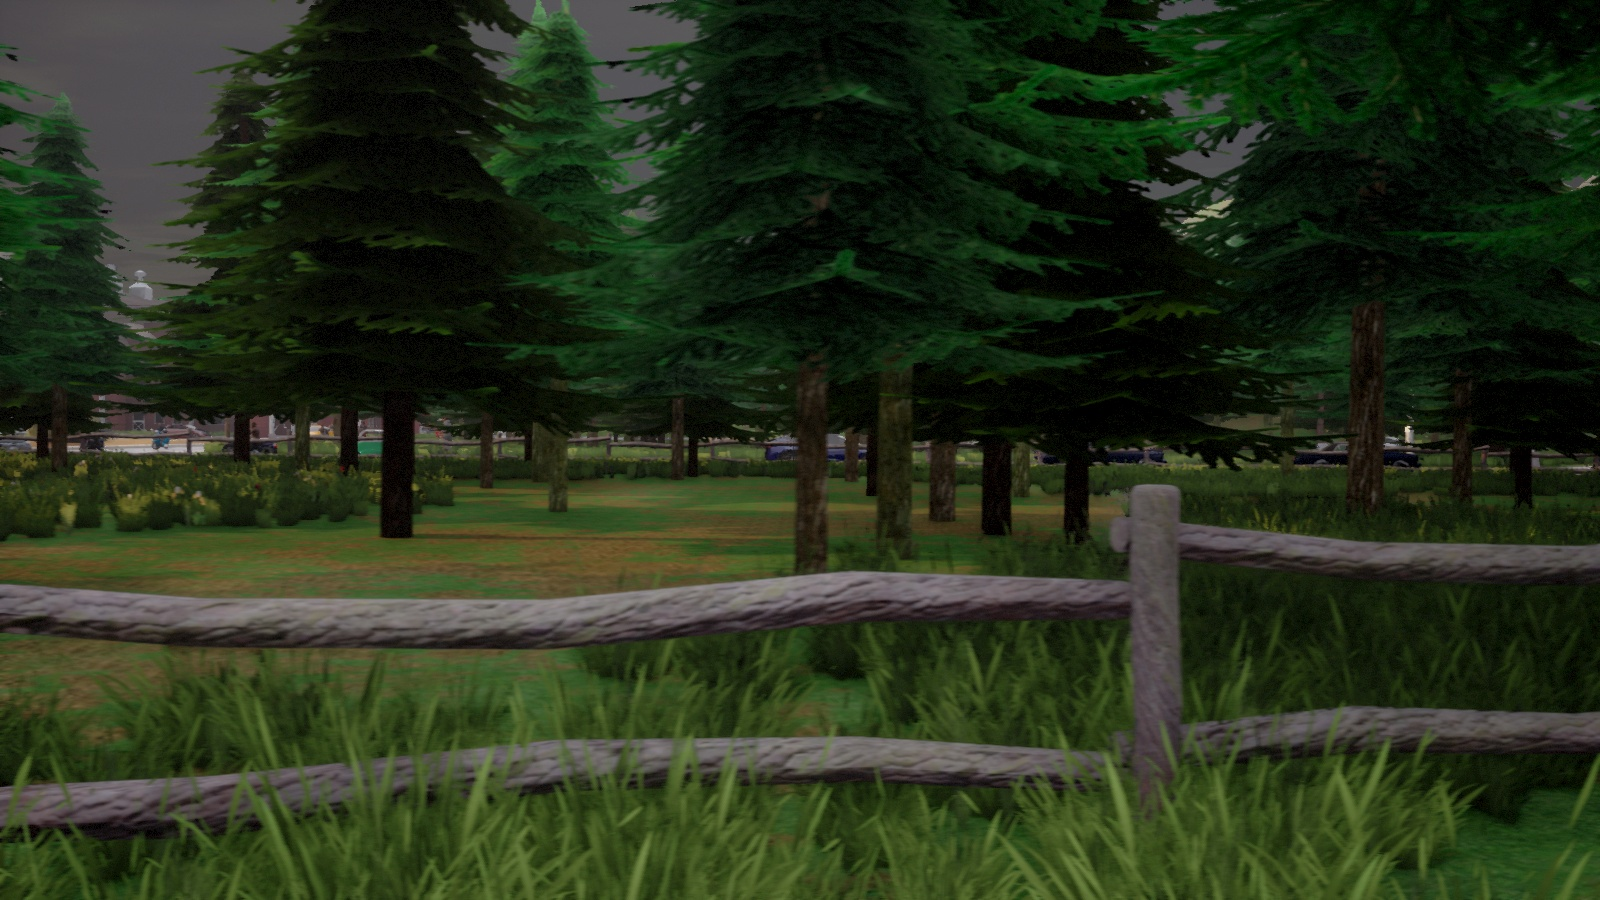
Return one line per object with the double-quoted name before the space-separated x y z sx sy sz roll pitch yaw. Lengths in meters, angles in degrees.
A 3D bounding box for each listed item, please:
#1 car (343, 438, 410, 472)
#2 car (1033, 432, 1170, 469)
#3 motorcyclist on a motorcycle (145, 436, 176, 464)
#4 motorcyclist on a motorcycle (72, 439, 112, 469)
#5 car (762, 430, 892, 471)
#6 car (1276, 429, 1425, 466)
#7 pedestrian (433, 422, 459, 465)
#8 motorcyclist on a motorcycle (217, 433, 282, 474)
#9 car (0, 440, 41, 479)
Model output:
"car" -17.431 0.192 51.756 2.207 1.376 1.481 0 1 3
"car" 11.279 0.001 47.266 4.718 1.301 1.895 -1 1 2
"motorcyclist on a motorcycle" -37.660 -0.003 73.957 0.866 1.590 1.817 -1 1 1
"motorcyclist on a motorcycle" -37.737 0.190 66.963 0.866 1.530 2.191 -1 1 1
"car" 1.017 0.008 47.593 4.792 1.488 2.163 -1 1 2
"car" 20.542 -0.096 46.981 4.718 1.301 1.895 -1 1 1
"pedestrian" -15.878 -0.293 56.364 0.873 1.952 0.659 0 1 10
"motorcyclist on a motorcycle" -22.832 0.142 52.066 2.350 1.649 0.766 -1 1 3
"car" -32.336 0.363 49.591 4.674 1.442 1.812 0 1 27
